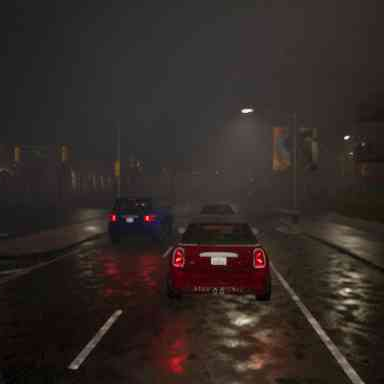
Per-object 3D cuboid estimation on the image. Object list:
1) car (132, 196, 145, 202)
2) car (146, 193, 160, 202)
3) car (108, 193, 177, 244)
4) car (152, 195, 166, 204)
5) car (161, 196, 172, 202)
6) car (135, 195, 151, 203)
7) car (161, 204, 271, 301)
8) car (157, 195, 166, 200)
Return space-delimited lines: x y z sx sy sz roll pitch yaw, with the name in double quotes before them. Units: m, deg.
"car" -12.508 1.589 77.971 1.895 1.301 4.718 0 0 4
"car" -9.207 1.219 78.528 2.150 2.045 5.566 0 0 4
"car" -2.287 1.220 16.025 2.150 2.045 5.566 0 0 4
"car" -6.591 1.486 66.930 2.128 1.511 4.902 0 0 5
"car" -5.830 1.546 76.769 1.994 1.385 4.181 0 0 4
"car" -9.995 1.486 68.125 2.128 1.511 4.902 0 0 4
"car" 0.671 1.351 8.543 2.097 1.767 4.553 0 0 4
"car" -8.287 1.545 90.713 1.994 1.385 4.181 0 0 4
